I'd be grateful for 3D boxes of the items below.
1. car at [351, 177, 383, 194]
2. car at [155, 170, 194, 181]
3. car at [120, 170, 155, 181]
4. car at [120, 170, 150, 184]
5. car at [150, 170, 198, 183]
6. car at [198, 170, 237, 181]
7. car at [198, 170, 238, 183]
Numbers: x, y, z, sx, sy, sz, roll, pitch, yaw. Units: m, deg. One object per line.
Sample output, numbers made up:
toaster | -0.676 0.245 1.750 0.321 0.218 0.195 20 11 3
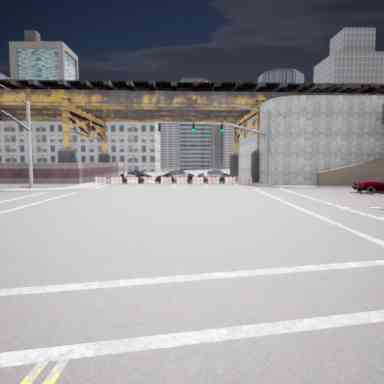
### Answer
car | 15.877 -0.561 27.551 4.718 1.301 1.895 0 5 -1
car | -2.111 -2.076 40.951 4.536 1.218 1.853 -4 6 -36
car | -6.798 -2.078 40.962 4.536 1.218 1.853 5 7 44
car | -6.761 -1.918 40.940 4.974 1.542 2.038 5 7 44
car | -2.153 -1.916 40.934 4.974 1.542 2.038 -4 6 -36
car | 3.172 -2.142 41.712 4.536 1.218 1.853 3 6 29
car | 3.217 -1.983 41.701 4.974 1.542 2.038 3 6 29
